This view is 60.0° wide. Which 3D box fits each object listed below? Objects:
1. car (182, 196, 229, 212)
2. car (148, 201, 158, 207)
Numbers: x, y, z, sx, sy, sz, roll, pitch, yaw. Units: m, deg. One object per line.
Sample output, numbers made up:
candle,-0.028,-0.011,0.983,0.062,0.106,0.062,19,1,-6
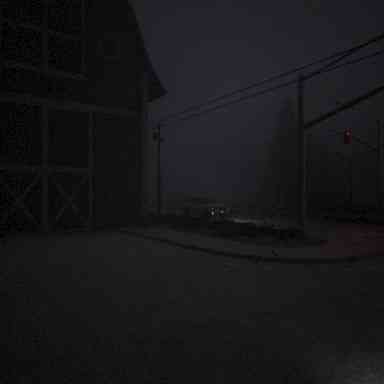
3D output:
car,1.154,1.436,31.889,2.150,2.045,5.566,0,0,-34
car,-6.644,1.927,49.621,1.895,1.301,4.718,0,0,-34
